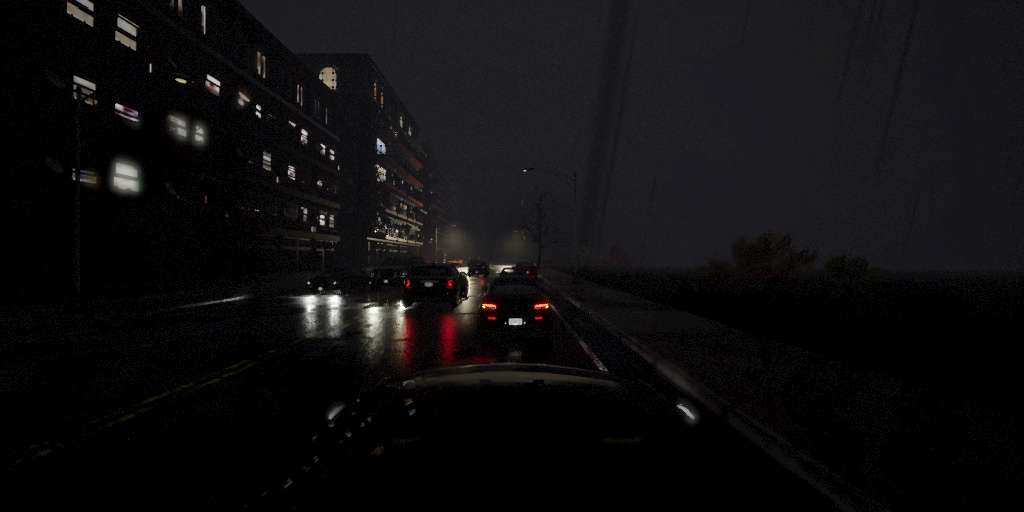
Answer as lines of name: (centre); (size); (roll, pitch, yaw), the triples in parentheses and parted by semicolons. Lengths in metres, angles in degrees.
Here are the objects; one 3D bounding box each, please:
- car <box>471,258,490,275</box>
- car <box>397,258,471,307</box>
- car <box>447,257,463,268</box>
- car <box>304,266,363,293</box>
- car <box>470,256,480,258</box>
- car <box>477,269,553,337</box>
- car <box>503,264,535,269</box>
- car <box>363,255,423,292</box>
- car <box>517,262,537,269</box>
car: (-3.229, 1.250, 35.252); (2.128, 1.511, 4.902); (0, 0, 0)
car: (-3.179, 1.108, 15.677); (2.097, 1.767, 4.553); (0, 0, -1)
car: (-9.956, 1.113, 63.291); (2.097, 1.767, 4.553); (0, 0, 0)
car: (-9.896, 1.303, 21.161); (2.033, 1.411, 5.357); (0, 0, 0)
car: (-6.702, 0.980, 64.413); (2.150, 2.045, 5.566); (0, 0, 0)
car: (0.071, 1.278, 10.181); (1.812, 1.442, 4.674); (0, 0, 0)
car: (0.056, 1.320, 20.349); (1.994, 1.385, 4.181); (0, 0, 0)
car: (-6.648, 0.977, 21.648); (2.150, 2.045, 5.566); (0, 0, 0)
car: (1.070, 1.236, 29.877); (1.882, 1.535, 5.008); (0, 0, 0)
